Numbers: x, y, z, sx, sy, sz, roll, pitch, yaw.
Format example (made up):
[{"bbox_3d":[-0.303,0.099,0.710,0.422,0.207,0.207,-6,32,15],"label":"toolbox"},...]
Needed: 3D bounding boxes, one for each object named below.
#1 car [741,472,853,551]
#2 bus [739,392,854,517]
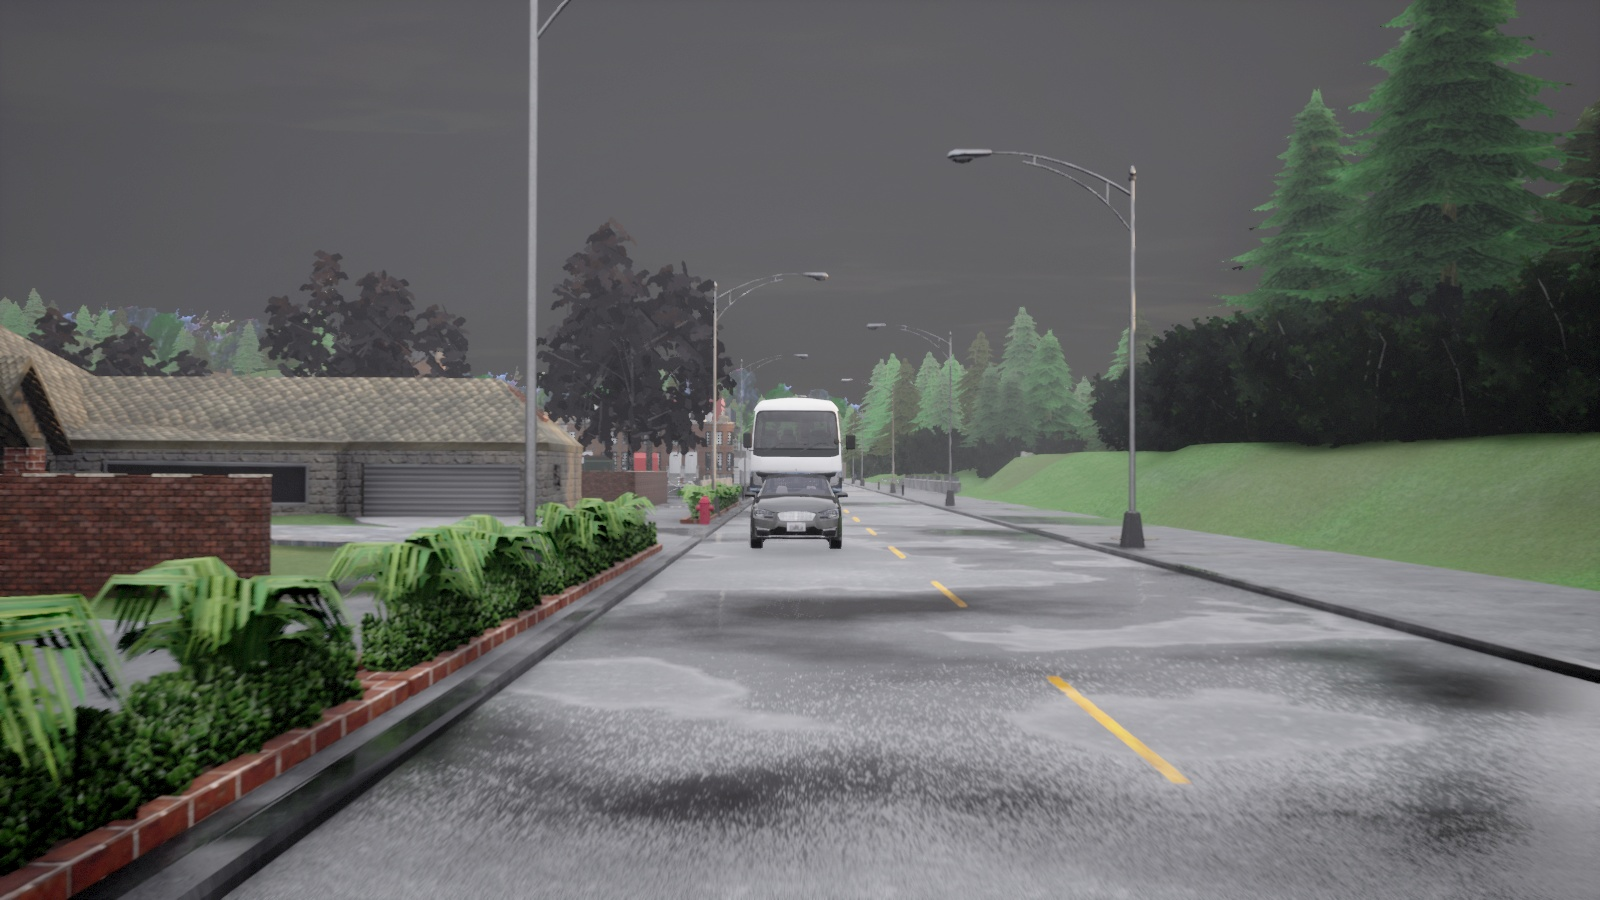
[{"bbox_3d":[-0.069,1.214,26.481,2.128,1.511,4.902,0,-1,0],"label":"car"},{"bbox_3d":[-0.146,0.246,48.208,3.944,4.253,10.273,0,-1,0],"label":"bus"}]
